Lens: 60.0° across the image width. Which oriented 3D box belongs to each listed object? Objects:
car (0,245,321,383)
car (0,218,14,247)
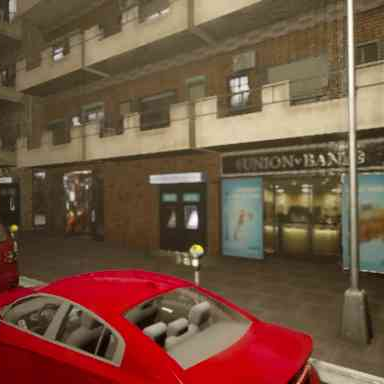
[{"bbox_3d":[-1.010,1.548,3.608,4.507,1.381,1.887,0,-1,36],"label":"car"},{"bbox_3d":[-5.542,1.324,6.842,5.009,1.841,2.192,0,-1,36],"label":"car"}]
